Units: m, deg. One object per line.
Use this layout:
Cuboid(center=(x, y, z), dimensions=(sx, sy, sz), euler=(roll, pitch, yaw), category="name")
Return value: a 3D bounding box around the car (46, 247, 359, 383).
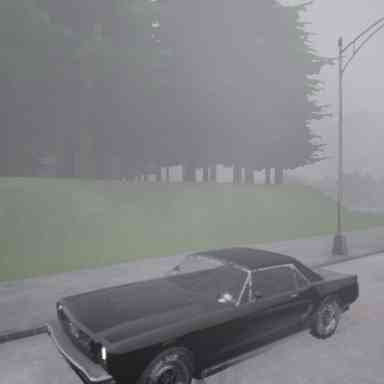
Cuboid(center=(0.459, 1.601, 4.985), dimensions=(4.718, 1.301, 1.895), euler=(0, 0, -37), category="car")
